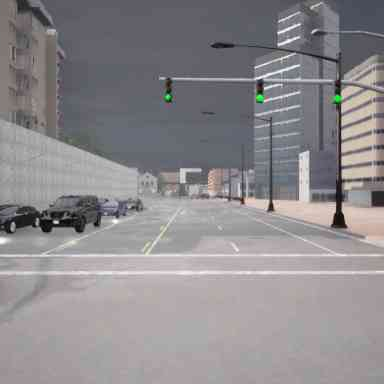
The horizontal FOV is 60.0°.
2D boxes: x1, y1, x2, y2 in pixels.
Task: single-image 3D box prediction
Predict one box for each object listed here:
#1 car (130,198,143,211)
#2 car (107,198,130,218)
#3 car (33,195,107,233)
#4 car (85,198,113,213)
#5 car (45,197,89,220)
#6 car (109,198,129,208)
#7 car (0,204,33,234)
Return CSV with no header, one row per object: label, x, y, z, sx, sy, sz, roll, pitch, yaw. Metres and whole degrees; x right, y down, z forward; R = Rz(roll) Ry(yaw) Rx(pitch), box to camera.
car,-7.102,1.491,40.111,2.128,1.511,4.902,0,0,0
car,-7.107,1.526,29.768,1.812,1.442,4.674,0,0,0
car,-7.102,1.221,20.128,2.150,2.045,5.566,0,0,0
car,-10.605,1.505,38.382,1.837,1.490,4.892,0,0,0
car,-10.608,1.352,28.564,2.097,1.767,4.553,0,0,0
car,-10.570,1.601,48.442,1.895,1.301,4.718,0,0,0
car,-10.606,1.505,19.496,1.837,1.490,4.892,0,0,0
